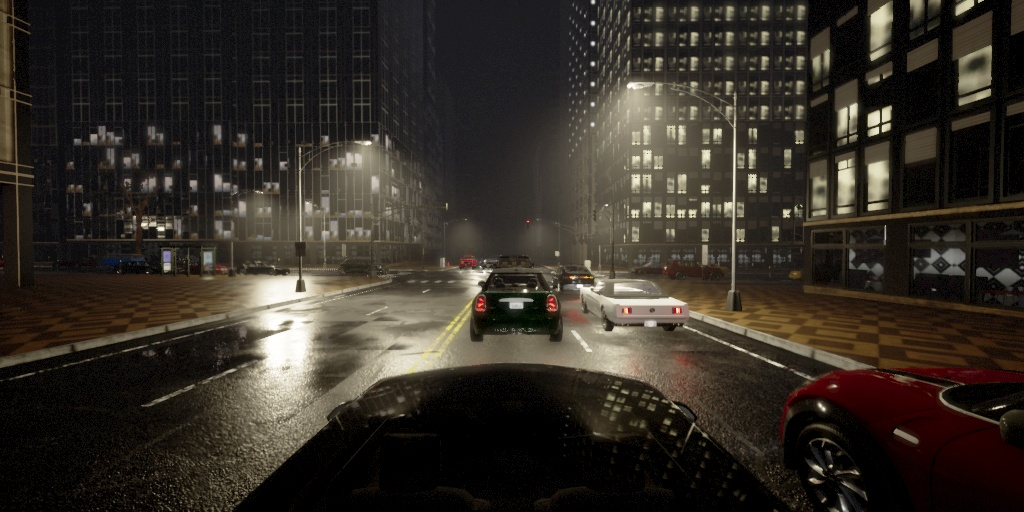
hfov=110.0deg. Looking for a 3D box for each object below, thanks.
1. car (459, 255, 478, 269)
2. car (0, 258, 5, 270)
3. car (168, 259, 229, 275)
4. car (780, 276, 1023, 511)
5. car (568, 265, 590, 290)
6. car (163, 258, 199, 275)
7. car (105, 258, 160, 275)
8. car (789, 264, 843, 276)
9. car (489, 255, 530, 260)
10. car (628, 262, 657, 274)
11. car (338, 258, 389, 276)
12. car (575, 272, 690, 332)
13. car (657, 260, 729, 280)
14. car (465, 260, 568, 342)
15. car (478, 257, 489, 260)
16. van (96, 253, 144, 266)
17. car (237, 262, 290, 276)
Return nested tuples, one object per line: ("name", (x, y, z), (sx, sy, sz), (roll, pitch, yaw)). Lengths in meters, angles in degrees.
("car", (-6.596, 0.935, 54.017), (2.150, 2.045, 5.566), (0, 0, 0))
("car", (-53.590, 0.629, 36.230), (4.553, 1.767, 2.097), (1, 1, 1))
("car", (-28.414, 1.137, 32.939), (4.207, 1.307, 1.802), (0, 0, 1))
("car", (3.349, 1.102, 1.197), (2.097, 1.767, 4.553), (0, 0, 0))
("car", (3.351, 1.245, 20.142), (1.837, 1.490, 4.892), (0, 0, 0))
("car", (-31.260, 0.977, 35.687), (4.902, 1.511, 2.128), (1, 1, 1))
("car", (-34.095, 1.069, 33.113), (4.313, 1.339, 1.948), (0, 0, 1))
("car", (27.643, 1.578, 32.080), (4.829, 1.417, 1.751), (0, 0, 1))
("car", (0.101, 0.963, 19.646), (2.150, 2.045, 5.566), (0, 0, 0))
("car", (15.228, 1.398, 38.099), (5.357, 1.411, 2.033), (1, 1, 2))
("car", (-14.376, 0.997, 35.002), (4.553, 1.767, 2.097), (1, 1, 6))
("car", (3.351, 1.347, 10.884), (1.895, 1.301, 4.718), (0, 0, 0))
("car", (16.195, 1.268, 32.277), (5.009, 1.841, 2.192), (0, 0, 1))
("car", (0.100, 1.099, 9.934), (2.097, 1.767, 4.553), (0, 0, 0))
("car", (-3.342, 1.206, 52.484), (2.128, 1.511, 4.902), (0, 0, 0))
("van", (-45.286, 0.604, 41.774), (3.998, 1.789, 1.690), (0, 0, 1))
("car", (-22.730, 1.173, 32.806), (4.313, 1.339, 1.948), (0, 0, 1))
